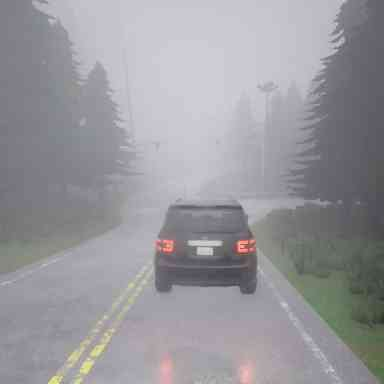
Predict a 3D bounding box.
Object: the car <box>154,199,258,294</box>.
[{"bbox_3d":[0.381,1.193,8.897,2.150,2.045,5.566,0,0,3],"label":"car"}]
